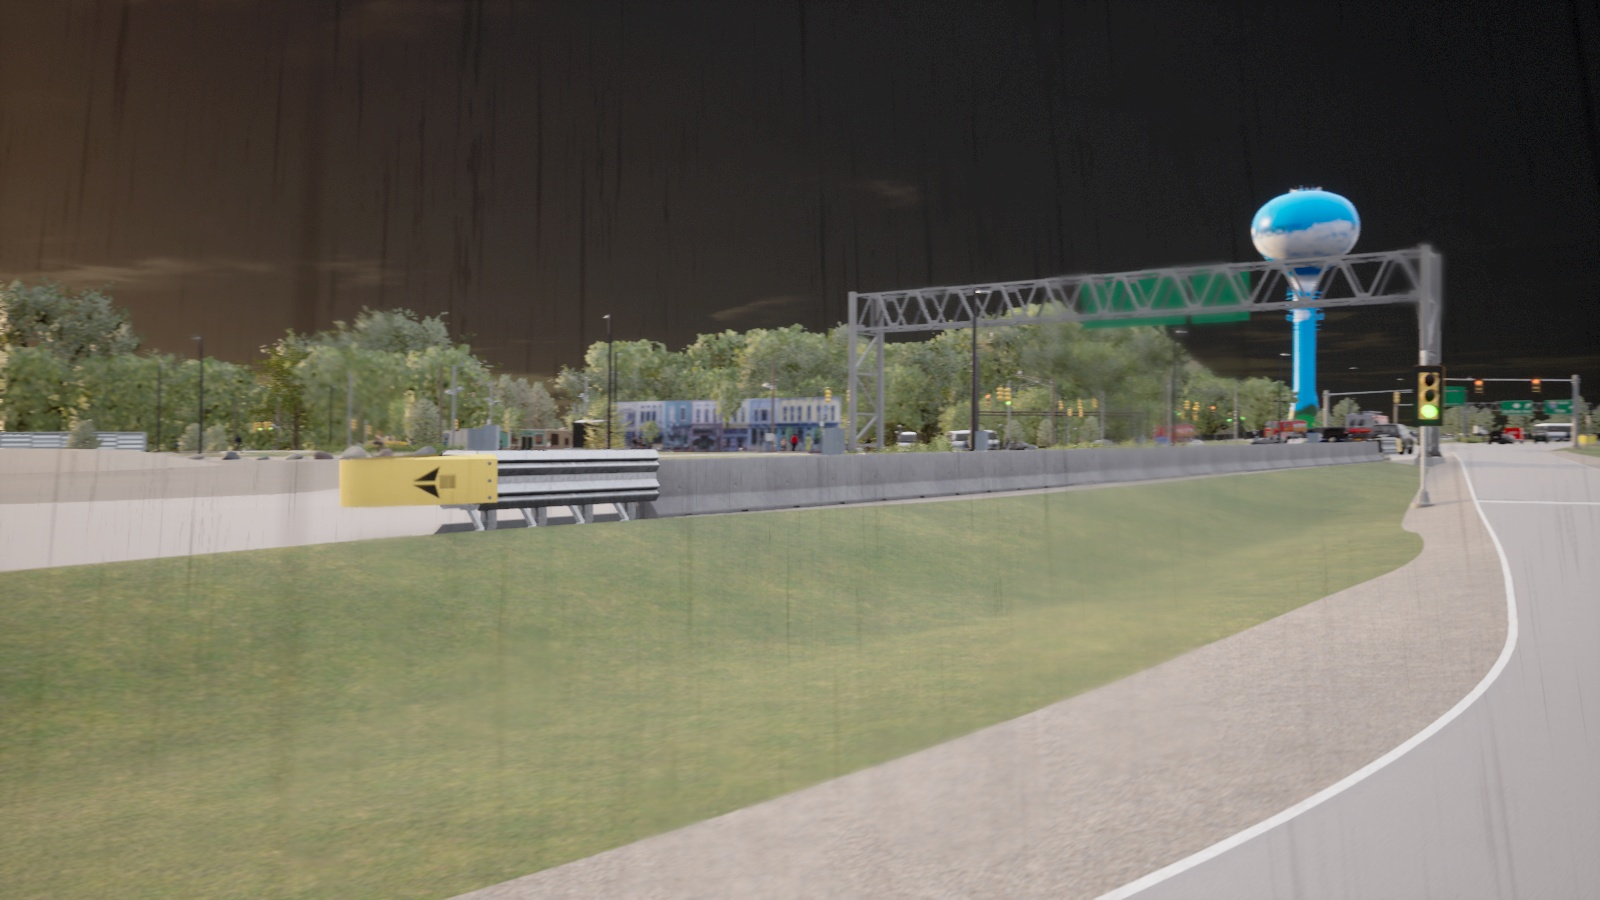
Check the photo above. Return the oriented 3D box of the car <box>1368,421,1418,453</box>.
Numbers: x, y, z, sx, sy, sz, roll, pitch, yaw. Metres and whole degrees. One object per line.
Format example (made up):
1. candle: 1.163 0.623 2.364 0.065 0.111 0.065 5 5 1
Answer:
1. car: 39.556 -0.881 83.675 2.150 2.045 5.566 0 1 35

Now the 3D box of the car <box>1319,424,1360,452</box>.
1. car: 37.069 -0.809 86.235 1.905 1.878 3.866 0 1 35
